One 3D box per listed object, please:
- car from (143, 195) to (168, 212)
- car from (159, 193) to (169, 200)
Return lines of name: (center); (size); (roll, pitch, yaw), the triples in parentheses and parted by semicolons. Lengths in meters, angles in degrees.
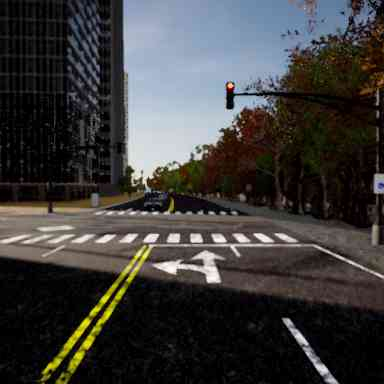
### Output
car: (-3.659, 1.261, 32.622); (1.895, 1.301, 4.718); (0, 1, -2)
car: (-5.117, 0.875, 59.502); (2.128, 1.511, 4.902); (0, 1, -4)
